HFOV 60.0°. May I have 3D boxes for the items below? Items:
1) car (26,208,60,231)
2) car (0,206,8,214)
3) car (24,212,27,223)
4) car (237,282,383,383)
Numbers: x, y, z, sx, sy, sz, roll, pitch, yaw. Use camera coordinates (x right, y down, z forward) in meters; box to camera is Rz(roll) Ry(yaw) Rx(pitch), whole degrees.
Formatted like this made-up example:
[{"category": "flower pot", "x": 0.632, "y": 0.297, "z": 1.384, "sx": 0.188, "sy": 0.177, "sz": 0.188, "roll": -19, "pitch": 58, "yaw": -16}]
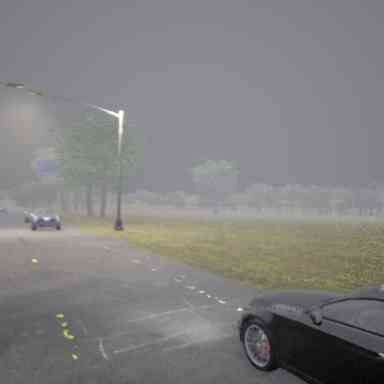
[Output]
[{"category": "car", "x": -12.474, "y": 2.240, "z": 28.118, "sx": 2.097, "sy": 1.767, "sz": 4.553, "roll": 2, "pitch": -3, "yaw": -29}, {"category": "car", "x": -37.763, "y": 3.559, "z": 66.231, "sx": 2.033, "sy": 1.411, "sz": 5.357, "roll": 2, "pitch": -3, "yaw": -29}, {"category": "car", "x": -18.160, "y": 2.759, "z": 38.254, "sx": 1.994, "sy": 1.385, "sz": 4.181, "roll": 2, "pitch": -3, "yaw": -28}, {"category": "car", "x": 2.427, "y": 1.724, "z": 3.674, "sx": 1.812, "sy": 1.442, "sz": 4.674, "roll": 2, "pitch": -3, "yaw": -29}]
